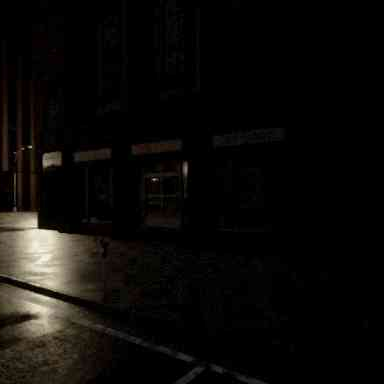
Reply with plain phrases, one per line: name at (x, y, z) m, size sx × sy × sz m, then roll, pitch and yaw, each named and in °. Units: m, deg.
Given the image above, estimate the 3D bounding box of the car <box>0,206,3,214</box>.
car at (-21.660, 1.876, 33.215) m, size 1.837 × 1.490 × 4.892 m, roll -1°, pitch 0°, yaw 35°
